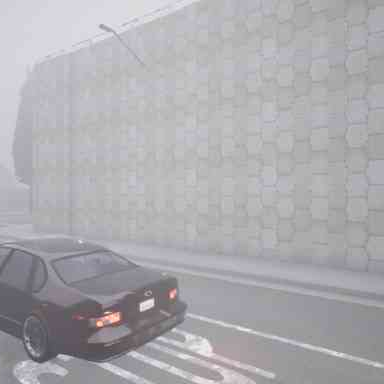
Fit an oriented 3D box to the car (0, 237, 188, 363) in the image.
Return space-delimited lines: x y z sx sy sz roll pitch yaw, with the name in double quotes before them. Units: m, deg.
"car" -2.648 1.547 5.865 5.357 1.411 2.033 0 0 35
